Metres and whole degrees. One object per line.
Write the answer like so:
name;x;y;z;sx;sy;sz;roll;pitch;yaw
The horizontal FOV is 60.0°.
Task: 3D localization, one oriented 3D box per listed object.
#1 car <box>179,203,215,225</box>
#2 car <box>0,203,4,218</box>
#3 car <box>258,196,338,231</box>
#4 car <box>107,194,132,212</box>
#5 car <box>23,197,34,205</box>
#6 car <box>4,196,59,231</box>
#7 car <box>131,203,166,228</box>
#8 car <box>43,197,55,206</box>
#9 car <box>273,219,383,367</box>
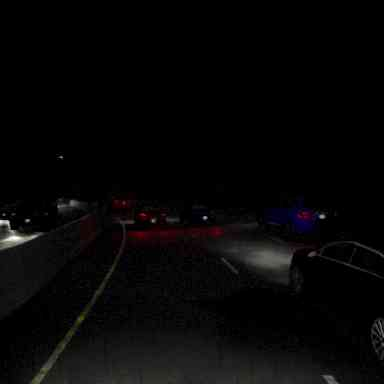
car;0.317;1.523;24.028;1.812;1.442;4.674;0;0;-13
car;-16.021;1.659;29.059;1.994;1.385;4.181;0;0;-20
car;5.332;1.198;17.478;2.150;2.045;5.566;0;0;-10
car;-8.565;1.266;39.145;2.150;2.045;5.566;0;0;-23
car;-32.692;1.699;66.532;1.837;1.490;4.892;0;0;-25
car;-10.043;1.275;21.615;2.150;2.045;5.566;0;0;-15
car;-2.856;1.540;22.247;1.812;1.442;4.674;0;0;-13
car;-25.595;1.657;59.452;1.837;1.490;4.892;0;0;-24
car;3.217;1.482;5.588;2.128;1.511;4.902;0;0;-4
